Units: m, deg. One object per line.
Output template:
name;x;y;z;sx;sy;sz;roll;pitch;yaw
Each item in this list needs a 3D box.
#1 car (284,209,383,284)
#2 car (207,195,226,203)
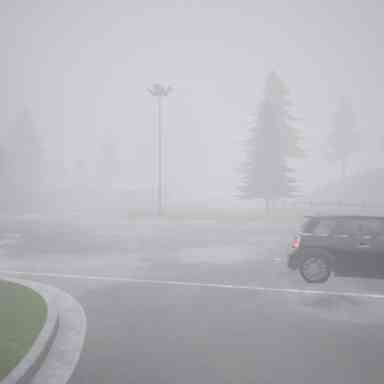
car;4.777;1.344;8.671;4.553;1.767;2.097;0;0;13
car;5.147;1.458;69.533;2.128;1.511;4.902;0;0;-33
